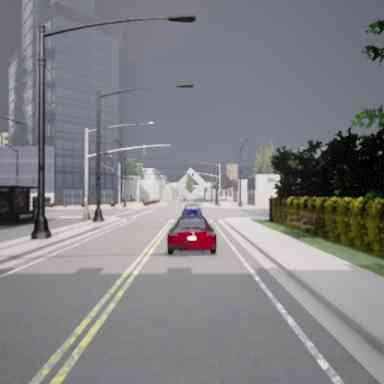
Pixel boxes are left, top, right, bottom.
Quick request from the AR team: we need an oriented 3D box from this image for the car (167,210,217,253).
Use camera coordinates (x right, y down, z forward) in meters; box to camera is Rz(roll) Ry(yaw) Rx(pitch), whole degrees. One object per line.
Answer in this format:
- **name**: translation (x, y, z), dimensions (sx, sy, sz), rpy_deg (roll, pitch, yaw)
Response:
- **car**: translation (0.003, 1.698, 14.280), dimensions (1.994, 1.385, 4.181), rpy_deg (0, 0, 0)

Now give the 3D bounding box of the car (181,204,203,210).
- **car**: translation (0.005, 1.799, 29.384), dimensions (1.812, 1.442, 4.674), rpy_deg (0, 0, 0)

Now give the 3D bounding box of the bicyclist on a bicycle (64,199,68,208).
- **bicyclist on a bicycle**: translation (-21.993, 2.003, 57.934), dimensions (0.582, 1.620, 1.656), rpy_deg (-1, 0, 0)
